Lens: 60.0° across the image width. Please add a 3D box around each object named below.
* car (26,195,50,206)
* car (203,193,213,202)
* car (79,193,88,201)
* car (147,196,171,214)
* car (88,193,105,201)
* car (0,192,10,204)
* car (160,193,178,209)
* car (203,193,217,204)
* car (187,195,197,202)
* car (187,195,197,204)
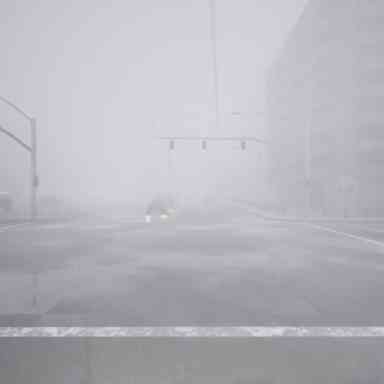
[{"bbox_3d":[-26.704,1.390,57.192,1.970,1.475,3.806,0,0,0],"label":"car"},{"bbox_3d":[3.507,1.205,73.175,2.097,1.767,4.553,0,0,0],"label":"car"},{"bbox_3d":[-23.935,1.149,74.649,1.905,1.878,3.866,0,0,0],"label":"car"},{"bbox_3d":[-3.587,1.474,35.538,1.882,1.535,5.008,0,0,0],"label":"car"},{"bbox_3d":[-21.041,1.146,74.584,1.932,1.855,4.605,0,0,0],"label":"car"},{"bbox_3d":[-43.559,1.149,74.684,1.905,1.878,3.866,0,0,0],"label":"car"},{"bbox_3d":[-3.585,1.216,46.173,2.150,2.045,5.566,0,0,0],"label":"car"},{"bbox_3d":[3.506,1.215,63.659,2.150,2.045,5.566,0,0,0],"label":"car"},{"bbox_3d":[0.007,1.375,73.205,2.128,1.511,4.902,0,0,0],"label":"car"},{"bbox_3d":[0.006,1.520,64.229,1.812,1.442,4.674,0,0,0],"label":"car"}]
